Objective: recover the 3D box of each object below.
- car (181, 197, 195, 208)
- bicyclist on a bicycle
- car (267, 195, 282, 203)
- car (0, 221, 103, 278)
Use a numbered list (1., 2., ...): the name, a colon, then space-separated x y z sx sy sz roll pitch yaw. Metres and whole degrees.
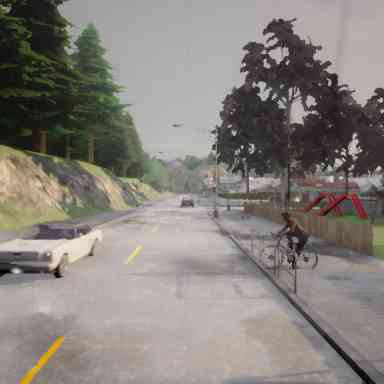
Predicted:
1. car: -0.684 1.526 49.160 1.812 1.442 4.674 0 0 -2
2. bicyclist on a bicycle: 2.714 1.385 9.224 1.656 1.620 0.582 4 1 -2
3. car: 14.830 1.300 60.211 1.994 1.381 4.181 0 0 -1
4. car: -4.241 1.601 10.203 1.895 1.301 4.718 0 0 -1
